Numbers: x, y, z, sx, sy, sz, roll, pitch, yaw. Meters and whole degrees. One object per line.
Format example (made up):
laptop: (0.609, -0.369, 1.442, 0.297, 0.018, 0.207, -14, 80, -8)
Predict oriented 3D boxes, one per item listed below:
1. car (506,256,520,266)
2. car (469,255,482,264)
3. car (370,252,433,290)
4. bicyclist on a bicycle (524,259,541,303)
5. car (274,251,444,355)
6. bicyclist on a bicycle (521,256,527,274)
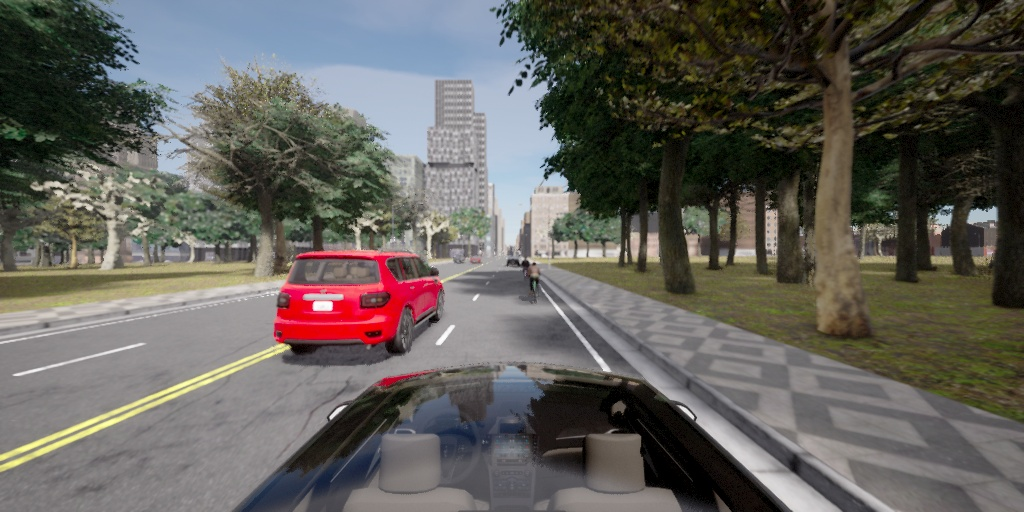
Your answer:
car: (0.182, 0.730, 54.734, 1.882, 1.535, 5.008, 0, 0, 0)
car: (-6.429, 0.657, 63.983, 1.882, 1.535, 5.008, 0, 0, 1)
car: (-6.560, 0.762, 22.038, 2.150, 2.045, 5.566, 0, 1, 0)
bicyclist on a bicycle: (0.913, 1.068, 14.619, 0.582, 1.620, 1.656, 0, 0, 0)
car: (-3.139, 0.899, 8.645, 2.150, 2.045, 5.566, 0, 1, 0)
bicyclist on a bicycle: (0.929, 0.883, 24.848, 0.659, 1.776, 1.843, 0, 1, 0)
